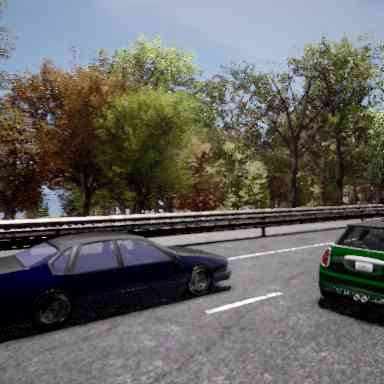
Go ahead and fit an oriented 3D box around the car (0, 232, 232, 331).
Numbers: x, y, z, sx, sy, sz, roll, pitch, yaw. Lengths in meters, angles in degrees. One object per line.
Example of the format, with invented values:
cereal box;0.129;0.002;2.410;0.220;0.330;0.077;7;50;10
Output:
car;-1.686;1.553;6.867;5.357;1.411;2.033;0;0;-36

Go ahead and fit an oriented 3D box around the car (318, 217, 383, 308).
car;4.814;1.366;7.224;4.553;1.767;2.097;0;0;-36
